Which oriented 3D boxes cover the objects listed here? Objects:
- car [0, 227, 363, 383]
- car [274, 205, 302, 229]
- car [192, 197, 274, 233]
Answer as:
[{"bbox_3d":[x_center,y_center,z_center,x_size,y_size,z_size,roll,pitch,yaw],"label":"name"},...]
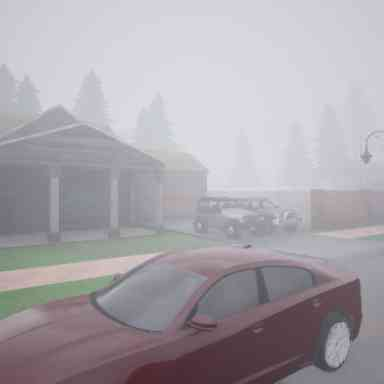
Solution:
[{"bbox_3d":[0.103,1.477,4.065,5.008,1.535,1.882,0,0,-36],"label":"car"},{"bbox_3d":[3.494,1.174,17.880,1.932,1.855,4.605,0,0,-36],"label":"car"},{"bbox_3d":[1.684,1.176,16.093,1.905,1.878,3.866,0,0,-36],"label":"car"}]
